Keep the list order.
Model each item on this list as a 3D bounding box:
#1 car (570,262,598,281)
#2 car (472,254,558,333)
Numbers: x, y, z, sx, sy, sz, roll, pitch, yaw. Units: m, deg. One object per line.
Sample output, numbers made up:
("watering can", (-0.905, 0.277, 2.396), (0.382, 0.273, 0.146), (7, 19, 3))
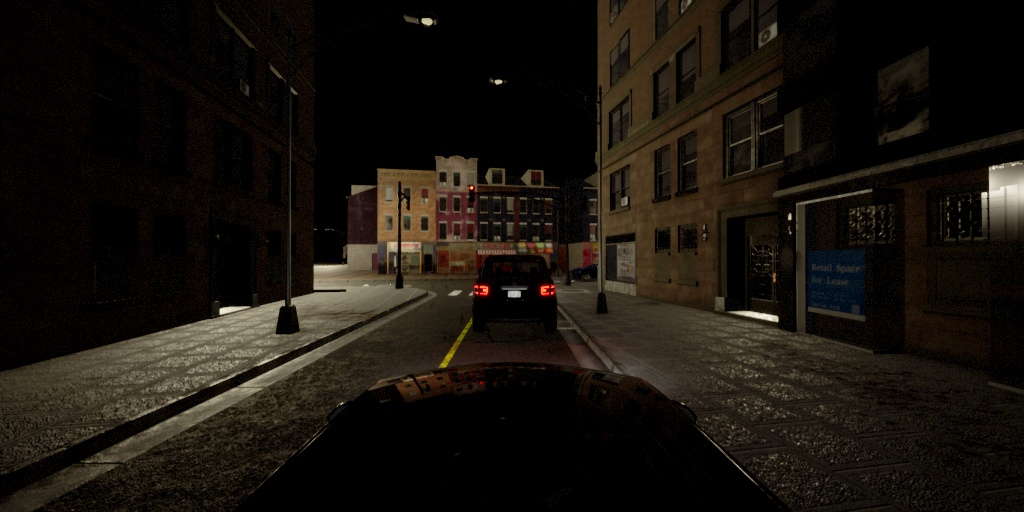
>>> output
("car", (7.321, 1.218, 29.659), (5.008, 1.535, 1.882), (0, 0, -10))
("car", (0.096, 0.972, 10.940), (2.150, 2.045, 5.566), (0, 0, 1))
